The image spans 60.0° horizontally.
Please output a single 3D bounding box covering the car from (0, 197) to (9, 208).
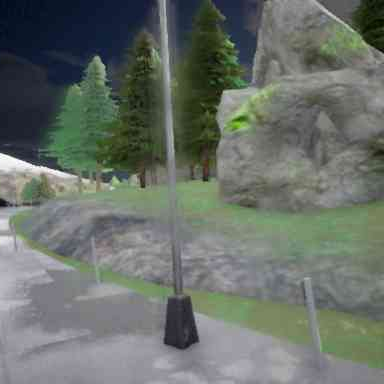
[{"bbox_3d":[-21.366,1.111,35.705,1.812,1.442,4.674,-3,0,-8],"label":"car"}]
